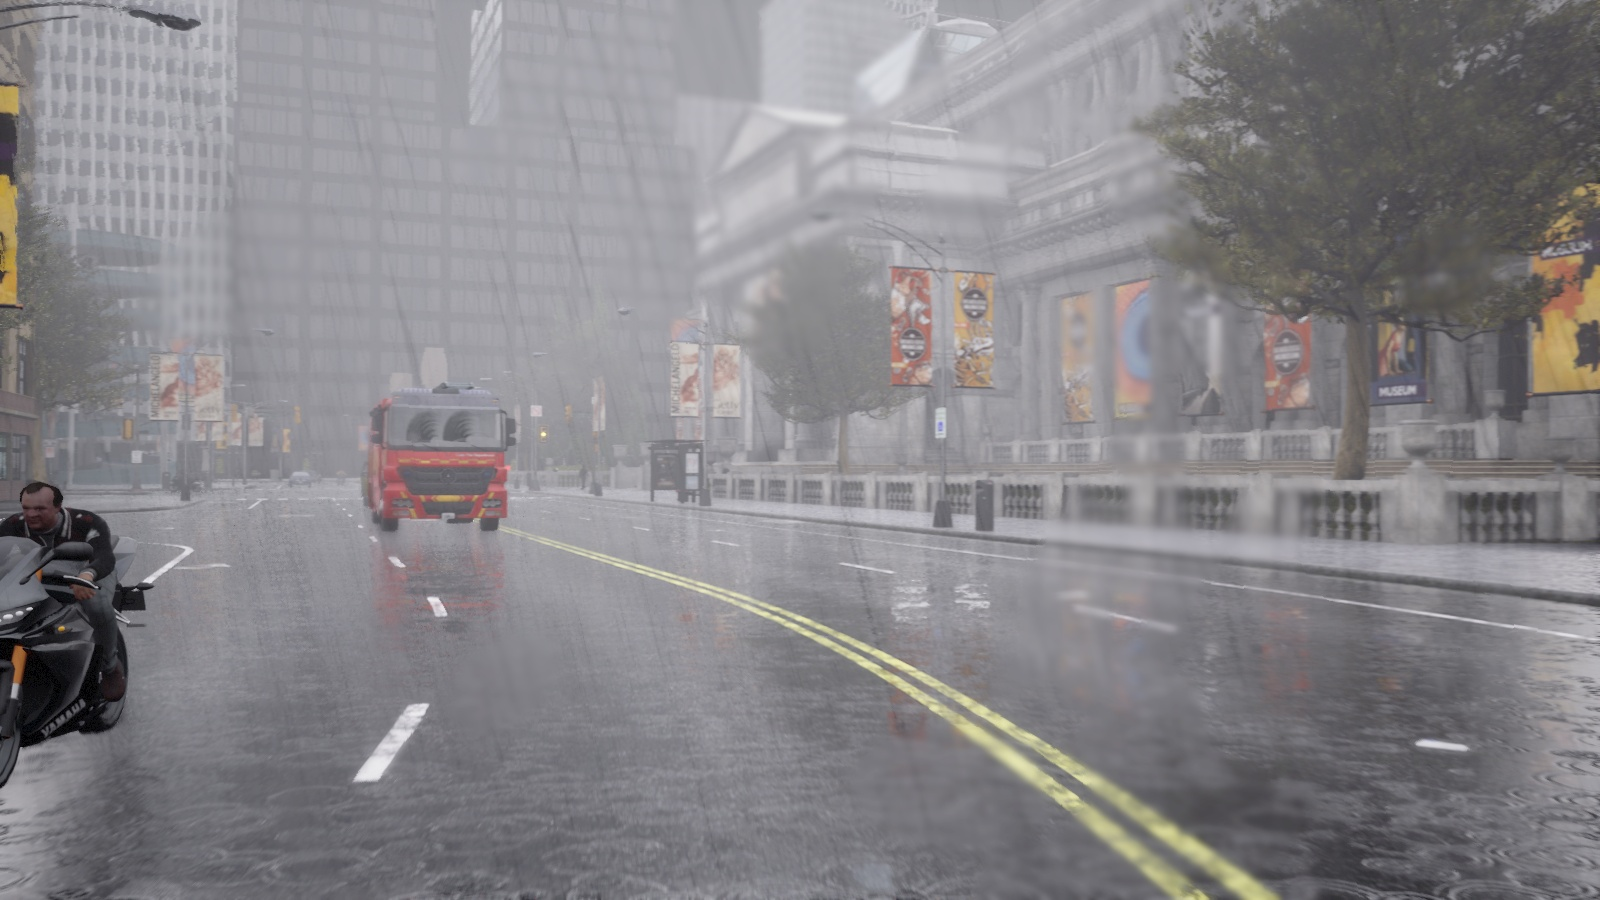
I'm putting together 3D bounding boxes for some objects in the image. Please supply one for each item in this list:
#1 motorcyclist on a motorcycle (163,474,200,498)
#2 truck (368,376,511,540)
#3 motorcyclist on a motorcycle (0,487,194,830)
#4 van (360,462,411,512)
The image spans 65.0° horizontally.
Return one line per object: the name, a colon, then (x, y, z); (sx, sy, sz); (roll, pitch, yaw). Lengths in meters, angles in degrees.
motorcyclist on a motorcycle: (-40.675, 2.383, 82.633); (2.044, 1.523, 0.797); (0, 0, -11)
truck: (-9.907, 0.265, 33.802); (2.891, 3.827, 8.468); (0, -1, -22)
motorcyclist on a motorcycle: (-4.051, 0.983, 6.767); (0.866, 1.530, 2.191); (0, -1, -10)
van: (-17.440, 1.538, 52.786); (1.775, 1.987, 4.442); (0, -1, -22)
